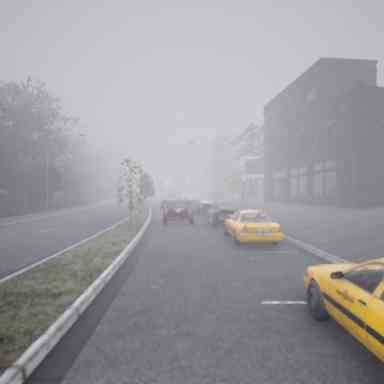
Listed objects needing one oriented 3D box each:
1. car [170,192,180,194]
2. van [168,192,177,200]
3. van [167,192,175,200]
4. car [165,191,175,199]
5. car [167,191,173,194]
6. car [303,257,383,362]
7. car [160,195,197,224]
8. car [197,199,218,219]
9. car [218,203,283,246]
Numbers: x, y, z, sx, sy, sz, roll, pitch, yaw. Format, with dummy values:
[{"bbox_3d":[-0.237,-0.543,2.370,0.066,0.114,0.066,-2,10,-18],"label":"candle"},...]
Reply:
[{"bbox_3d":[-2.770,1.318,64.847,2.163,1.488,4.792,0,0,-7],"label":"car"},{"bbox_3d":[-4.763,0.953,81.452,1.878,1.987,4.442,0,0,-7],"label":"van"},{"bbox_3d":[-5.424,0.911,86.959,1.878,1.987,4.442,0,0,-7],"label":"van"},{"bbox_3d":[-6.075,0.841,92.377,2.435,2.045,5.566,0,0,-7],"label":"car"},{"bbox_3d":[-3.430,1.003,70.351,2.435,2.045,5.566,0,0,-7],"label":"car"},{"bbox_3d":[3.029,1.471,4.282,1.946,1.575,5.366,0,0,0],"label":"car"},{"bbox_3d":[-1.098,1.310,24.429,2.097,1.767,4.553,0,0,-5],"label":"car"},{"bbox_3d":[1.188,1.428,31.868,2.097,1.535,5.008,0,0,-6],"label":"car"},{"bbox_3d":[2.616,1.457,15.292,1.946,1.575,5.366,0,0,-3],"label":"car"}]
